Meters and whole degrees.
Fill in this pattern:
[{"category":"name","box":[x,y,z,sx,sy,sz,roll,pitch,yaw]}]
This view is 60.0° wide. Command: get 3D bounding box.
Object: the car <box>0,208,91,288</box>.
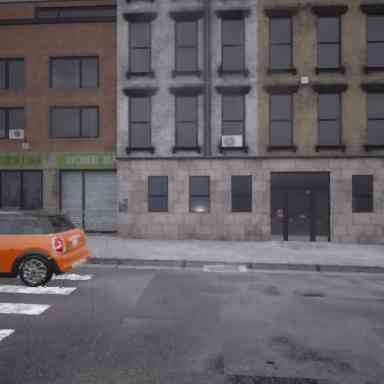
[{"category":"car","box":[-5.095,1.262,8.605,4.553,1.767,2.097,1,0,3]}]
